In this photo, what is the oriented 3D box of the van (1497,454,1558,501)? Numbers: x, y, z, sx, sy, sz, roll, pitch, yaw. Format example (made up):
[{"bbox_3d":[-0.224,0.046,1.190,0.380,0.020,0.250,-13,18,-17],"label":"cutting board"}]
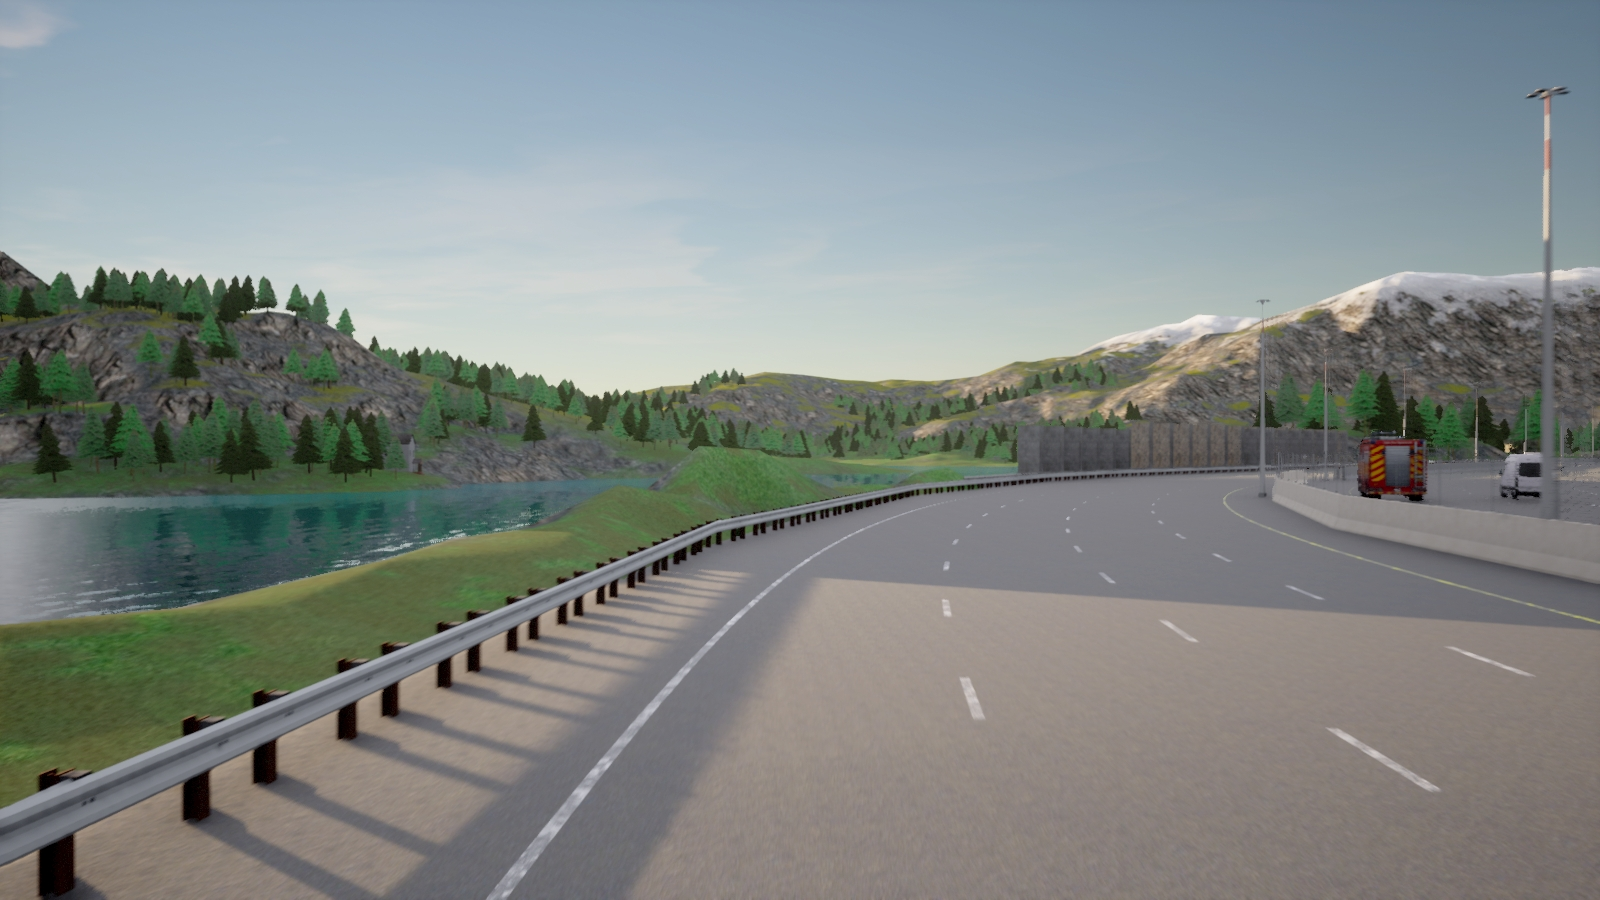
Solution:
[{"bbox_3d":[41.553,1.524,65.387,1.988,2.561,5.915,0,0,23],"label":"van"}]

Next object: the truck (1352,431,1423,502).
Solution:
[{"bbox_3d":[33.879,0.875,66.151,2.891,3.827,8.468,0,0,22],"label":"truck"}]
